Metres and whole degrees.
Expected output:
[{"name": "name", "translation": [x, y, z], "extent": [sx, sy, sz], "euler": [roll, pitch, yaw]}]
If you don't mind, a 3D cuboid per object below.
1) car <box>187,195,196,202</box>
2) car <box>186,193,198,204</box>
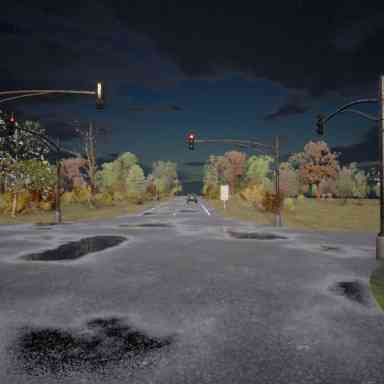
[{"name": "car", "translation": [-0.011, 1.465, 78.038], "extent": [2.033, 1.411, 5.357], "euler": [0, 0, 0]}, {"name": "car", "translation": [-0.009, 1.293, 67.647], "extent": [2.150, 2.045, 5.566], "euler": [0, 0, 0]}]
